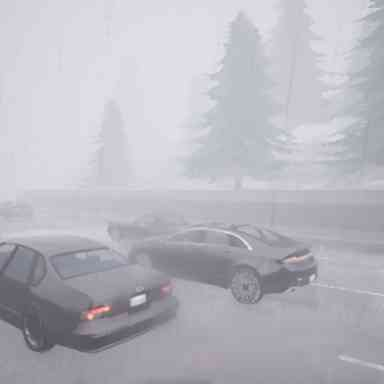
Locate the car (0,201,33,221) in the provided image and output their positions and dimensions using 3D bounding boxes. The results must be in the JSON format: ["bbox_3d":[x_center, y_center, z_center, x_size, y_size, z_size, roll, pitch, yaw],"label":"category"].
[{"bbox_3d":[-14.232,1.428,26.523,2.128,1.511,4.902,0,0,-42],"label":"car"}]

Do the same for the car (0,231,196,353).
[{"bbox_3d":[-2.712,1.537,6.165,5.357,1.411,2.033,0,0,38],"label":"car"}]

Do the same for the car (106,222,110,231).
[{"bbox_3d":[-1.616,1.597,14.321,4.718,1.301,1.895,0,0,40],"label":"car"}]

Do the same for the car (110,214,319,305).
[{"bbox_3d":[0.496,1.497,8.151,4.902,1.511,2.128,0,0,37],"label":"car"}]
